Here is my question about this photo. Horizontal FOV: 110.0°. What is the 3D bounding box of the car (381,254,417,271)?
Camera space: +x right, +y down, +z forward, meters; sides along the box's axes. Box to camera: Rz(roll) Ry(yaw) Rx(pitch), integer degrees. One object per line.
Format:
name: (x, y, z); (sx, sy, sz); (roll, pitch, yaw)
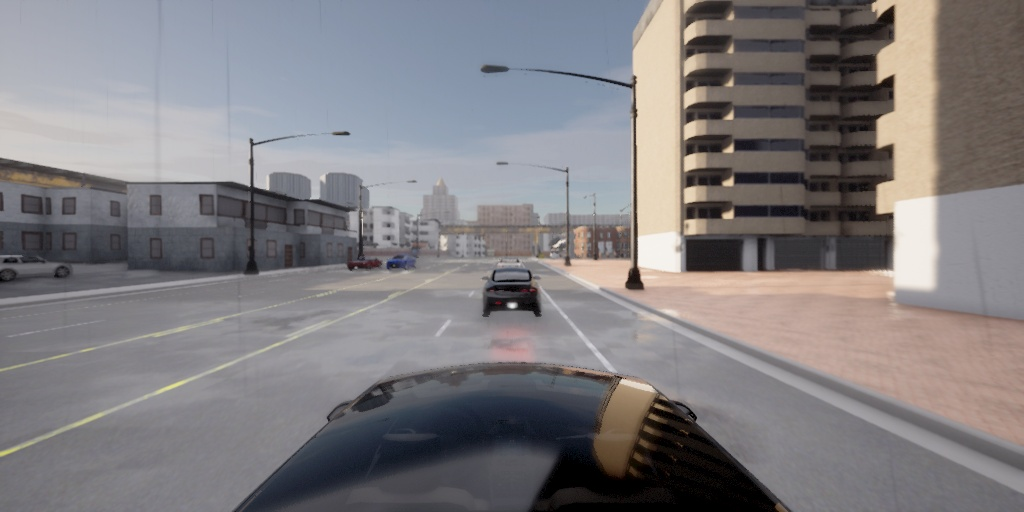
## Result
car: (-10.882, 0.567, 35.558); (1.882, 1.535, 5.008); (0, 1, 0)

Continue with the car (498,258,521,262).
car: (-0.213, 0.791, 30.492); (1.895, 1.301, 4.718); (0, 2, -1)

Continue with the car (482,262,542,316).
car: (-0.016, 1.142, 12.794); (1.837, 1.490, 4.892); (0, 1, -1)

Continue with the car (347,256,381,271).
car: (-14.379, 0.711, 35.252); (1.895, 1.301, 4.718); (0, 2, 0)
